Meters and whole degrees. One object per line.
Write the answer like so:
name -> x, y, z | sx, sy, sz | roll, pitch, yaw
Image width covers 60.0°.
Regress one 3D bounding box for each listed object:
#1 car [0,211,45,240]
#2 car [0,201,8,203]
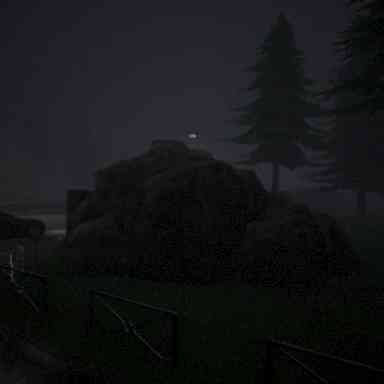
car -> -9.066, 1.524, 14.876 | 1.882, 1.535, 5.008 | 1, 0, 30
car -> -23.278, 1.363, 36.989 | 2.033, 1.411, 5.357 | 1, 0, 35
